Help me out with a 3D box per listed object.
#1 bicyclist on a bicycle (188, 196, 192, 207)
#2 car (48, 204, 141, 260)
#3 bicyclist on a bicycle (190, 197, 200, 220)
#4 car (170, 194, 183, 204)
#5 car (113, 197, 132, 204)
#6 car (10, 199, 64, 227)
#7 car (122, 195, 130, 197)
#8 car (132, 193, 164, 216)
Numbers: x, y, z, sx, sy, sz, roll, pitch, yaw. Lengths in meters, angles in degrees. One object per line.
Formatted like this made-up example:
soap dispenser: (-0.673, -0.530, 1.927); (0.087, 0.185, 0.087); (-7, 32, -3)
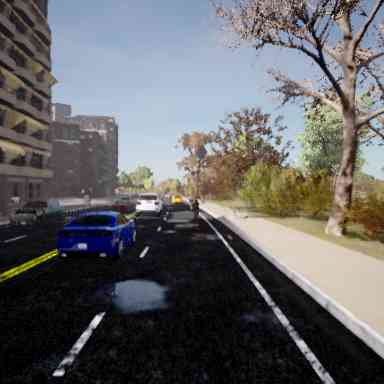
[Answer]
bicyclist on a bicycle: (-0.110, 1.265, 36.016); (0.659, 1.776, 1.843); (0, 0, -3)
car: (-3.298, 1.445, 12.346); (1.882, 1.535, 5.008); (0, 0, -1)
bicyclist on a bicycle: (0.349, 1.377, 26.084); (0.582, 1.620, 1.656); (0, 0, -2)
car: (-2.545, 1.301, 58.781); (1.882, 1.535, 5.008); (0, 0, -4)
car: (-7.611, 1.503, 36.103); (1.895, 1.301, 4.718); (0, 0, -3)
car: (-10.266, 1.297, 22.373); (2.097, 1.767, 4.553); (0, 0, -2)
car: (-12.980, 1.330, 65.359); (1.895, 1.301, 4.718); (0, 0, -9)
car: (-3.911, 1.135, 31.082); (2.150, 2.045, 5.566); (0, 0, -3)
